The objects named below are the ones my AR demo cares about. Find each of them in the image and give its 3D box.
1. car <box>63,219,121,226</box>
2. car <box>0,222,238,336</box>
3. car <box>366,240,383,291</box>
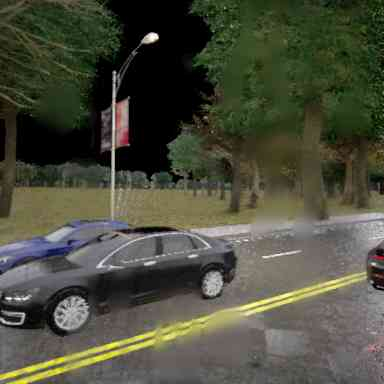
[{"bbox_3d":[-3.108,1.539,9.460,4.674,1.442,1.812,0,0,-36],"label":"car"},{"bbox_3d":[-1.223,1.511,6.812,4.892,1.490,1.837,0,0,-36],"label":"car"},{"bbox_3d":[5.914,1.480,7.709,4.892,1.490,1.837,0,0,-36],"label":"car"}]
